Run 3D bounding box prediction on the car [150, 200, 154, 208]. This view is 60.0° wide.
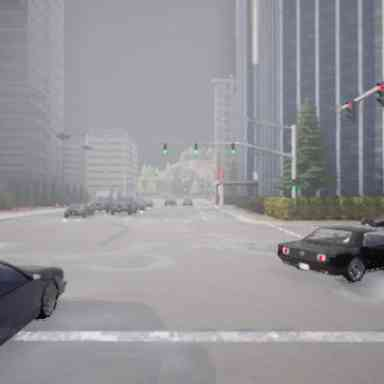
[{"bbox_3d":[-7.741,2.008,57.717,1.994,1.385,4.181,0,0,0],"label":"car"}]

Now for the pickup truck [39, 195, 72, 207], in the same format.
[{"bbox_3d":[-24.373,1.520,59.074,2.390,2.098,6.274,0,-1,30],"label":"pickup truck"}]

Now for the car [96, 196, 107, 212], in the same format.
[{"bbox_3d":[-11.189,1.550,42.432,2.150,2.045,5.566,0,0,0],"label":"car"}]

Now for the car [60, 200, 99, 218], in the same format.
[{"bbox_3d":[-11.111,1.822,33.095,1.994,1.385,4.181,0,0,0],"label":"car"}]

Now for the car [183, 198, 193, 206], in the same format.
[{"bbox_3d":[-0.796,2.059,64.709,1.994,1.385,4.181,0,0,-1],"label":"car"}]

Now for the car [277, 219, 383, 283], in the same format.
[{"bbox_3d":[4.898,1.675,9.847,4.718,1.301,1.895,0,-1,-29],"label":"car"}]

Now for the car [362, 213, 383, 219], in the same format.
[{"bbox_3d":[13.739,1.705,21.180,5.357,1.411,2.033,0,0,-3],"label":"car"}]

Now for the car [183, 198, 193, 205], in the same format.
[{"bbox_3d":[-0.891,2.110,74.484,2.033,1.411,5.357,0,0,-1],"label":"car"}]

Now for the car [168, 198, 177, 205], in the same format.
[{"bbox_3d":[-4.391,2.095,74.438,1.812,1.442,4.674,0,0,-1],"label":"car"}]

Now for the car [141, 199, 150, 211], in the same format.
[{"bbox_3d":[-7.728,1.720,47.673,2.097,1.767,4.553,0,0,0],"label":"car"}]

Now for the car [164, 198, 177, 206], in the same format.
[{"bbox_3d":[-4.289,1.998,64.270,1.837,1.490,4.892,0,0,-1],"label":"car"}]

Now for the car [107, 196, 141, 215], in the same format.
[{"bbox_3d":[-7.660,1.515,37.923,2.150,2.045,5.566,0,0,0],"label":"car"}]

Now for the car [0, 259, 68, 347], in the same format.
[{"bbox_3d":[-3.451,1.583,4.387,2.033,1.411,5.357,0,0,-1],"label":"car"}]

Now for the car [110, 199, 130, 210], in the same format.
[{"bbox_3d":[-11.245,1.896,52.378,2.128,1.511,4.902,0,0,0],"label":"car"}]
